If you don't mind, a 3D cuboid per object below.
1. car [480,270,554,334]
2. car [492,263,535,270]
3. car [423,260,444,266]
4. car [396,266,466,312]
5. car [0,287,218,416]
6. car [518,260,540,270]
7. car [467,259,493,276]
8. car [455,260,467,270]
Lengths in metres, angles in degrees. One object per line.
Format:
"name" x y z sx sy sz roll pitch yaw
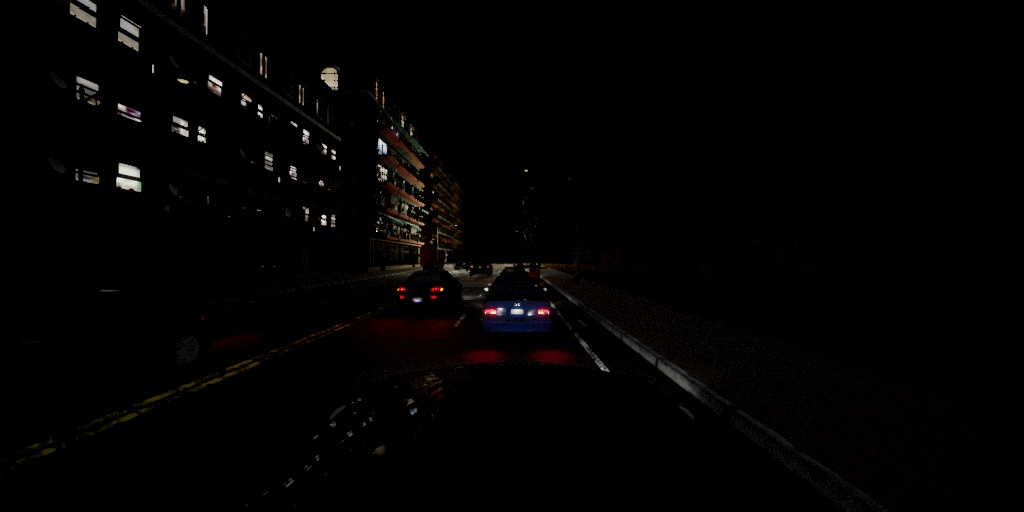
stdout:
"car" 0.112 1.299 10.570 2.033 1.411 5.357 0 0 0
"car" 0.118 1.317 20.904 1.994 1.385 4.181 0 0 1
"car" -9.794 1.231 44.759 1.882 1.535 5.008 0 0 0
"car" -3.136 1.278 14.167 1.812 1.442 4.674 0 0 0
"car" -6.598 1.255 4.886 1.837 1.490 4.892 0 0 0
"car" 1.173 1.104 29.839 2.097 1.767 4.553 0 0 0
"car" -3.106 1.105 36.974 2.097 1.767 4.553 0 0 0
"car" -6.538 1.278 47.965 1.812 1.442 4.674 0 0 0
